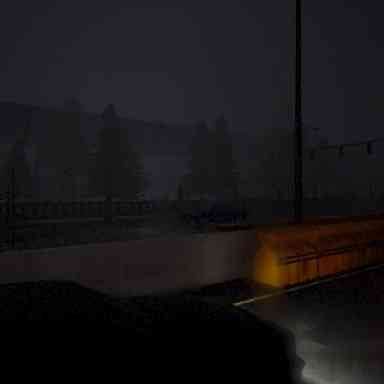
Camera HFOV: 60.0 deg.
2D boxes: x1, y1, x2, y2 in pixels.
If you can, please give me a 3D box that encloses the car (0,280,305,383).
[{"bbox_3d":[-1.408,1.548,2.741,5.357,1.411,2.033,0,0,-36],"label":"car"}]
